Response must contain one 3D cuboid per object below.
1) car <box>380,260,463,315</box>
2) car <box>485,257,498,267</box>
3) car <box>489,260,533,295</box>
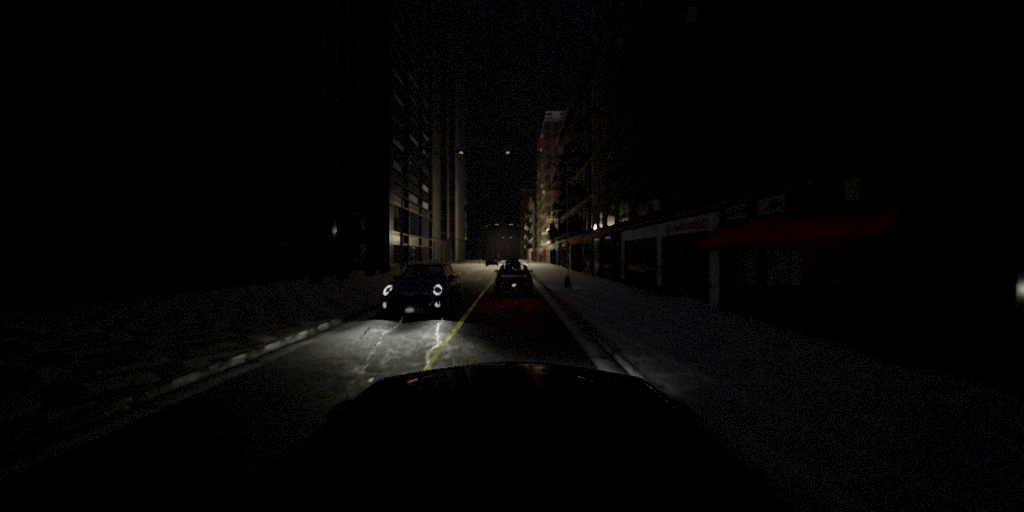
[{"bbox_3d":[-3.105,1.044,13.111,2.097,1.767,4.553,0,0,0],"label":"car"},{"bbox_3d":[-3.023,0.860,54.956,1.994,1.385,4.181,0,0,0],"label":"car"},{"bbox_3d":[0.092,1.152,19.204,2.128,1.511,4.902,0,0,0],"label":"car"}]
